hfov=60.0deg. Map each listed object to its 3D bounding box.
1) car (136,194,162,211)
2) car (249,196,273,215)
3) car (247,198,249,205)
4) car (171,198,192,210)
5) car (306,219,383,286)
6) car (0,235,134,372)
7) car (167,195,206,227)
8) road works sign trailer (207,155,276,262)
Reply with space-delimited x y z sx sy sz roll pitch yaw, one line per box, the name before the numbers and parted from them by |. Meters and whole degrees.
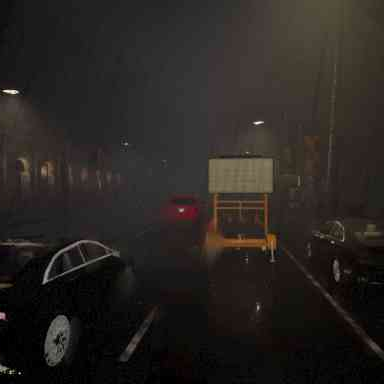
car | -5.318 1.221 41.769 2.150 2.045 5.566 0 0 7
car | 8.059 1.354 38.406 2.185 1.767 4.553 0 0 7
car | 10.994 1.513 60.140 2.161 1.482 4.786 0 0 7
car | -1.368 1.547 45.124 2.033 1.411 5.357 0 0 7
car | 4.527 1.481 9.244 2.231 1.521 4.892 0 0 7
car | -2.436 1.492 5.726 2.128 1.511 4.902 0 0 7
car | -0.319 1.223 23.228 2.150 2.045 5.566 0 0 7
road works sign trailer | 1.781 0.464 12.248 2.380 3.560 2.880 0 0 7
